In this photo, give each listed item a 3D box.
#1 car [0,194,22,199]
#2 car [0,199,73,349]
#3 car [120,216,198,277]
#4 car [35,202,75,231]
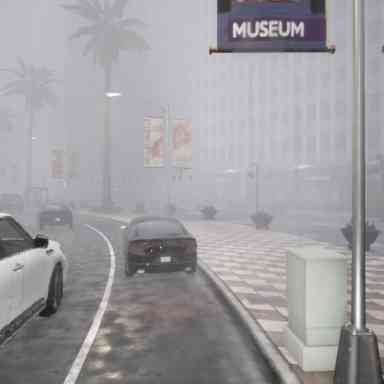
[{"bbox_3d":[-19.692,1.201,35.233,2.150,2.045,5.566,0,0,-44],"label":"car"},{"bbox_3d":[-3.361,1.217,4.273,2.150,2.045,5.566,0,0,-5],"label":"car"},{"bbox_3d":[-1.184,1.476,10.449,1.882,1.535,5.008,0,0,-13],"label":"car"},{"bbox_3d":[-9.046,1.469,21.663,1.882,1.535,5.008,0,0,-28],"label":"car"}]
